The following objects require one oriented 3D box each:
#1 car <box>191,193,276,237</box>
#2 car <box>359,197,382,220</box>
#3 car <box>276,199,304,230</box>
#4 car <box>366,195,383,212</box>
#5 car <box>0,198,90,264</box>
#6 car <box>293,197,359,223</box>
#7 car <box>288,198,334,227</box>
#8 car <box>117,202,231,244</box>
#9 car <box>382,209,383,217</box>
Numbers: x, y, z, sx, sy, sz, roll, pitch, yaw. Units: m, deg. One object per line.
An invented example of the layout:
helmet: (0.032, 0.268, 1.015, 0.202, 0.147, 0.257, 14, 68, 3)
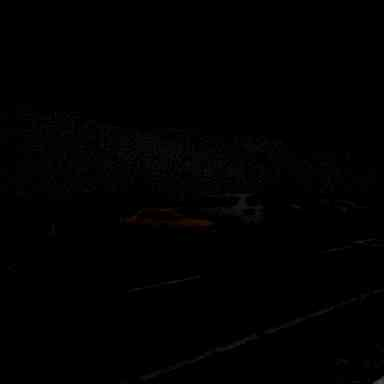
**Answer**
car: (1.102, 1.121, 17.377, 5.566, 2.045, 2.435, -1, 0, 35)
car: (10.914, 1.207, 24.331, 4.674, 1.452, 2.002, -1, 0, 35)
car: (3.550, 1.357, 19.116, 4.792, 1.488, 2.163, -1, 0, 35)
car: (18.274, 1.009, 29.537, 4.792, 1.488, 2.163, -1, 0, 35)
car: (-6.183, 1.226, 12.126, 5.566, 2.045, 2.435, -1, -1, 35)
car: (8.442, 1.099, 22.607, 4.553, 1.767, 2.185, -1, 0, 35)
car: (6.027, 1.321, 20.851, 4.674, 1.452, 2.002, -1, 0, 35)
car: (-1.163, 1.405, 15.517, 5.366, 1.575, 1.946, -1, -1, 35)
car: (13.362, 1.106, 26.063, 5.008, 1.535, 2.097, -1, 0, 35)
